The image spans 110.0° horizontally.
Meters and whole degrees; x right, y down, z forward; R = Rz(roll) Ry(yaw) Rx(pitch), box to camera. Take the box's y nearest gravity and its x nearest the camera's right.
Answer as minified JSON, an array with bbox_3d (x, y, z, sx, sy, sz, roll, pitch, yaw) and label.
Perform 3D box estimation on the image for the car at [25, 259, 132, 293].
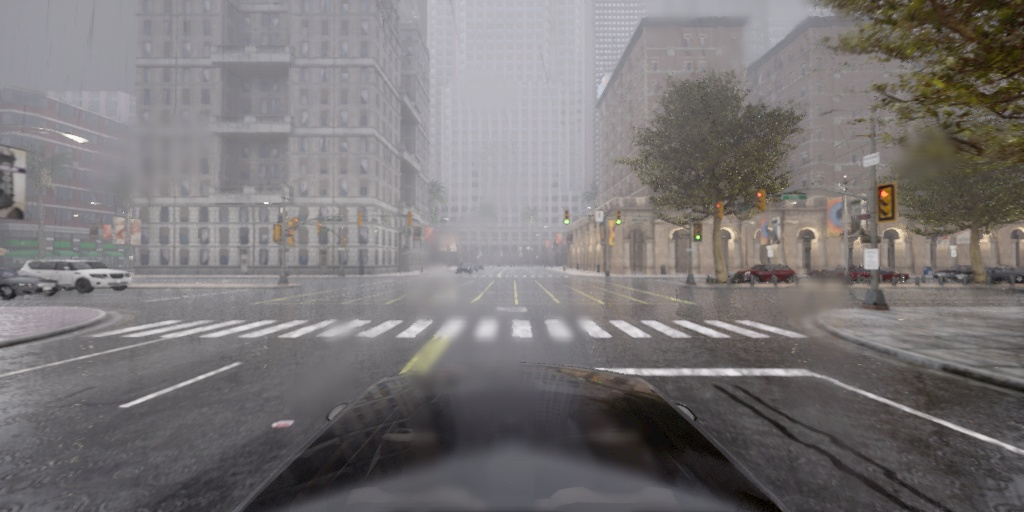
[{"bbox_3d":[-27.383,1.234,22.544,5.566,2.045,2.150,0,-1,2],"label":"car"}]

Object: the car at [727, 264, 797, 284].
[{"bbox_3d":[21.391,1.461,30.471,4.553,1.767,2.097,0,-1,0],"label":"car"}]

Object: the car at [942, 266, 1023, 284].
[{"bbox_3d":[40.366,1.598,30.365,4.902,1.511,2.128,0,-1,1],"label":"car"}]

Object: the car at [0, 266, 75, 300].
[{"bbox_3d":[-27.062,1.460,19.025,4.902,1.511,2.128,0,-1,0],"label":"car"}]

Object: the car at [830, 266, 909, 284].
[{"bbox_3d":[30.380,1.708,30.422,4.718,1.301,1.895,0,-1,0],"label":"car"}]

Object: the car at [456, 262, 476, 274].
[{"bbox_3d":[-7.116,1.763,54.459,2.097,1.767,4.553,0,-1,0],"label":"car"}]

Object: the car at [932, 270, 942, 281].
[{"bbox_3d":[42.794,1.641,33.847,4.902,1.511,2.128,0,-1,1],"label":"car"}]

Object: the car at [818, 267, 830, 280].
[{"bbox_3d":[32.477,1.656,33.912,4.892,1.490,1.837,0,-1,0],"label":"car"}]

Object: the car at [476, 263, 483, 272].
[{"bbox_3d":[-7.061,2.028,64.413,2.128,1.511,4.902,0,-1,1],"label":"car"}]
